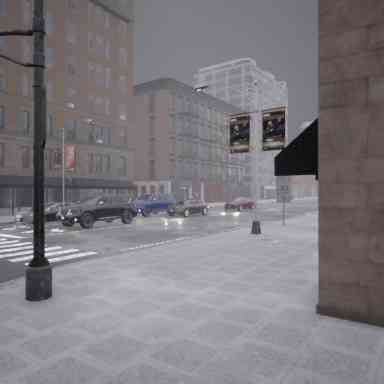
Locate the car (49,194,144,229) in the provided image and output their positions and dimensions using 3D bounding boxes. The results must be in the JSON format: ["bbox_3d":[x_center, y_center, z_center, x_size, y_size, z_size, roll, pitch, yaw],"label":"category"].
[{"bbox_3d":[-6.045,1.161,21.888,2.150,2.045,5.566,0,0,35],"label":"car"}]

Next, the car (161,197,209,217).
[{"bbox_3d":[-0.312,1.402,29.983,1.837,1.490,4.892,0,0,35],"label":"car"}]

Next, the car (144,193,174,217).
[{"bbox_3d":[-3.735,1.131,30.771,2.150,2.045,5.566,0,0,35],"label":"car"}]

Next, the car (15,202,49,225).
[{"bbox_3d":[-9.430,1.442,22.733,2.128,1.511,4.902,0,0,35],"label":"car"}]

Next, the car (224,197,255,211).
[{"bbox_3d":[5.532,1.332,38.212,1.882,1.535,5.008,0,0,35],"label":"car"}]
